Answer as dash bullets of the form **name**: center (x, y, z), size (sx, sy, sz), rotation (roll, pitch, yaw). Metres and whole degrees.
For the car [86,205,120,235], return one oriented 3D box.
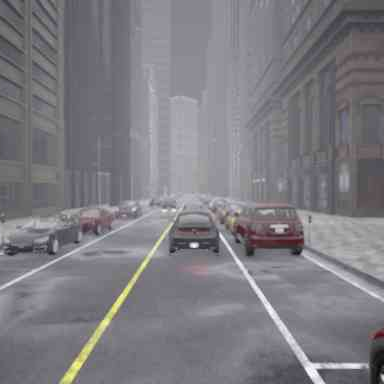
- **car**: center (-5.668, 1.577, 18.829), size (1.887, 1.381, 4.507), rotation (-1, 0, 0)

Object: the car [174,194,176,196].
- **car**: center (-5.639, 1.660, 80.701), size (2.008, 1.369, 4.403), rotation (-1, 0, 0)

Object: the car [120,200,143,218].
- **car**: center (-5.664, 1.491, 30.078), size (1.967, 1.590, 4.097), rotation (-1, 0, 0)

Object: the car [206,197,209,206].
- **car**: center (3.168, 1.598, 43.996), size (1.812, 1.442, 4.674), rotation (0, 0, 0)

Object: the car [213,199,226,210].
- **car**: center (2.858, 1.482, 24.457), size (1.967, 1.590, 4.097), rotation (-1, 0, 0)

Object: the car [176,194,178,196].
- **car**: center (-5.634, 1.664, 91.950), size (2.008, 1.369, 4.403), rotation (-1, 0, 0)

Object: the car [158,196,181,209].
- **car**: center (-3.066, 1.623, 46.126), size (2.033, 1.411, 5.357), rotation (0, 0, 0)

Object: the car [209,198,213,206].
- **car**: center (3.165, 1.587, 36.995), size (1.812, 1.442, 4.674), rotation (0, 0, 0)

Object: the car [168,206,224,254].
- **car**: center (0.086, 1.529, 13.551), size (1.837, 1.490, 4.892), rotation (0, 0, 0)

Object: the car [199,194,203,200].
- **car**: center (2.881, 1.627, 69.623), size (1.752, 1.417, 4.829), rotation (-1, 0, 0)

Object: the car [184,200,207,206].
- **car**: center (0.095, 1.650, 28.930), size (1.895, 1.301, 4.718), rotation (0, 0, 0)

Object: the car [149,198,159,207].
- **car**: center (-5.652, 1.650, 52.576), size (1.947, 1.339, 4.313), rotation (-1, 0, 0)

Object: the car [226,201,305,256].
- **car**: center (2.852, 1.339, 13.209), size (2.192, 1.841, 5.009), rotation (-1, 0, 0)

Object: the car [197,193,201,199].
- **car**: center (2.886, 1.660, 80.702), size (2.008, 1.369, 4.403), rotation (-1, 0, 0)

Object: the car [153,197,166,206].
- **car**: center (-5.650, 1.635, 58.202), size (1.887, 1.381, 4.507), rotation (-1, 0, 0)

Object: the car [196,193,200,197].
- **car**: center (2.892, 1.658, 91.951), size (1.887, 1.381, 4.507), rotation (-1, 0, 0)

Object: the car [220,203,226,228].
- **car**: center (2.857, 1.559, 19.003), size (1.752, 1.417, 4.829), rotation (-1, 0, 0)

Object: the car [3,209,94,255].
- **car**: center (-5.671, 1.574, 13.204), size (2.008, 1.369, 4.403), rotation (-1, 0, 0)

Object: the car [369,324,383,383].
- **car**: center (2.848, 1.444, 1.960), size (1.967, 1.590, 4.097), rotation (-1, 0, 0)

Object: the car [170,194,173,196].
- **car**: center (-5.645, 1.646, 69.452), size (1.887, 1.381, 4.507), rotation (-1, 0, 0)

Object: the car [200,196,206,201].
- **car**: center (2.876, 1.673, 58.204), size (1.802, 1.307, 4.206), rotation (-1, 0, 0)
